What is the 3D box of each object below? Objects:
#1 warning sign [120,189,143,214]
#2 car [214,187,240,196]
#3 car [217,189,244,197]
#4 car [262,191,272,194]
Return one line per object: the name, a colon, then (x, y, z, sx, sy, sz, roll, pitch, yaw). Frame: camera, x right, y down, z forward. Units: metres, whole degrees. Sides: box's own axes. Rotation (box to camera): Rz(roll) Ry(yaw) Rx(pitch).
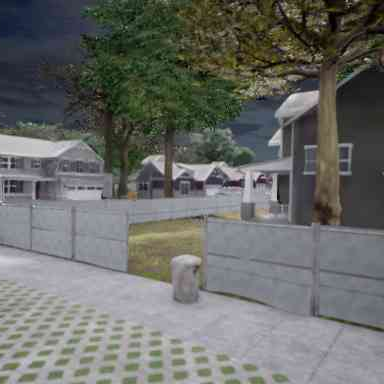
warning sign: (-4.656, 0.695, 25.635, 1.300, 1.860, 1.060, 2, 1, 36)
car: (5.348, 0.310, 48.693, 2.150, 2.045, 5.566, 3, 2, 36)
car: (5.936, 0.716, 44.710, 2.128, 1.511, 4.902, 3, 2, 36)
car: (12.572, 0.585, 54.026, 1.812, 1.442, 4.674, 3, 2, 36)
